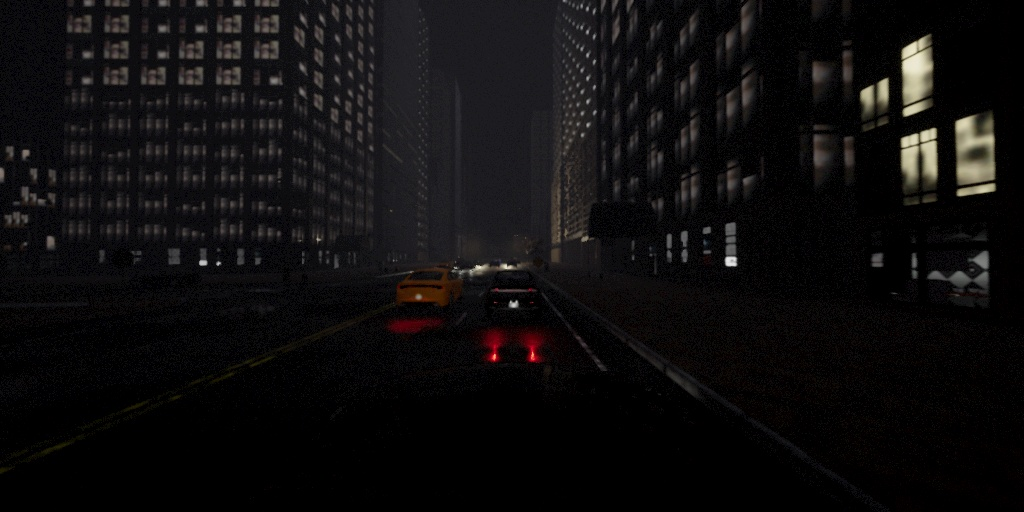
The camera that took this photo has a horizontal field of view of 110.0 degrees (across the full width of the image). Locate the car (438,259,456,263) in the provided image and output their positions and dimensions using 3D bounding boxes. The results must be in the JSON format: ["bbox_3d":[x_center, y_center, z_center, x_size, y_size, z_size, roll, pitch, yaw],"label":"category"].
[{"bbox_3d":[-9.824,1.282,52.944,1.882,1.535,5.008,0,0,0],"label":"car"}]

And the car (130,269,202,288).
[{"bbox_3d":[-25.667,1.604,26.658,4.403,1.370,2.007,0,0,-1],"label":"car"}]

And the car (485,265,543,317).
[{"bbox_3d":[0.068,1.254,13.159,2.128,1.511,4.902,0,0,0],"label":"car"}]

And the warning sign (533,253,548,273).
[{"bbox_3d":[2.846,0.903,37.931,1.300,1.860,1.060,0,0,0],"label":"warning sign"}]

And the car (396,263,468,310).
[{"bbox_3d":[-3.171,1.233,14.698,1.882,1.535,5.008,0,0,0],"label":"car"}]

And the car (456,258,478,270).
[{"bbox_3d":[-6.576,1.329,52.986,1.812,1.442,4.674,0,0,0],"label":"car"}]
